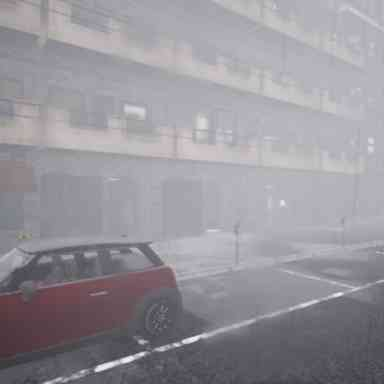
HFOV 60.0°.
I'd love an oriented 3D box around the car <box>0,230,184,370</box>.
[{"bbox_3d":[-2.207,1.446,4.977,4.097,1.590,1.967,0,0,-36],"label":"car"}]
